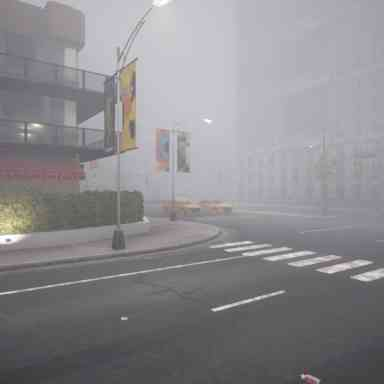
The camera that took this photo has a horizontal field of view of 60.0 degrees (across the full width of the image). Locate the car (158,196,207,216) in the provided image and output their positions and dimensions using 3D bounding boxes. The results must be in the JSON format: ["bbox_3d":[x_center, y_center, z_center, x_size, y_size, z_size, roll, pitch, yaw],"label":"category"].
[{"bbox_3d":[-1.037,1.476,32.669,1.882,1.535,5.008,0,0,-35],"label":"car"}]

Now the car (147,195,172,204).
[{"bbox_3d":[-6.142,1.599,59.288,4.718,1.301,1.895,0,0,42],"label":"car"}]

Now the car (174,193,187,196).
[{"bbox_3d":[-2.530,1.219,62.095,2.150,2.045,5.566,0,0,-20],"label":"car"}]

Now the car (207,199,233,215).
[{"bbox_3d":[2.090,1.476,34.307,1.882,1.535,5.008,0,0,-35],"label":"car"}]
